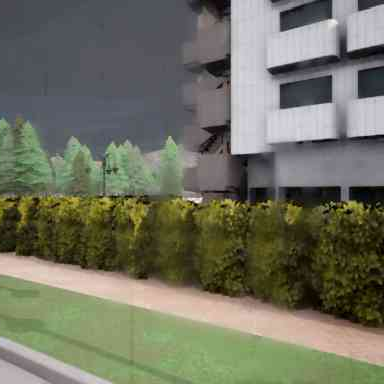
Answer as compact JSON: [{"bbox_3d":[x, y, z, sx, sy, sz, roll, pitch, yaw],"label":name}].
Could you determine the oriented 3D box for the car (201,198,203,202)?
[{"bbox_3d":[3.295,1.222,41.541,2.150,2.045,5.566,0,0,35],"label":"car"}]
